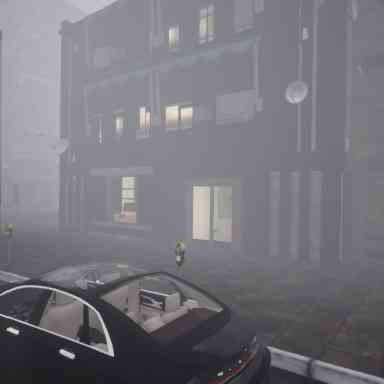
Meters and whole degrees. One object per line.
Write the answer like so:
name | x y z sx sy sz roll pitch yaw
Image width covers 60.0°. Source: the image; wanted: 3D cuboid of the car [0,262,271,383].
car | -1.294 1.550 3.935 4.403 1.369 2.008 0 1 35

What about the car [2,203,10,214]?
car | -21.533 1.623 34.882 2.008 1.369 4.403 1 0 36
